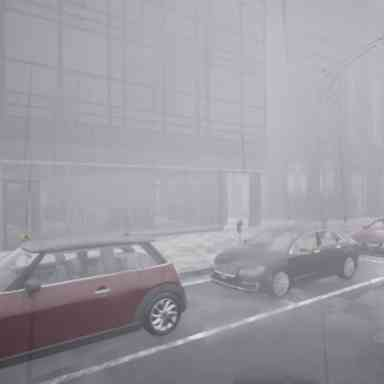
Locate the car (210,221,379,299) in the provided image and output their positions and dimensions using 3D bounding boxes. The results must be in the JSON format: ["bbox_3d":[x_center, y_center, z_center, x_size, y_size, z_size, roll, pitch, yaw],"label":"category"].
[{"bbox_3d":[2.448,1.531,8.267,4.403,1.369,2.008,0,0,-35],"label":"car"}]

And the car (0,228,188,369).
[{"bbox_3d":[-2.160,1.437,4.998,4.097,1.590,1.967,0,0,-35],"label":"car"}]

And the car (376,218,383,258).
[{"bbox_3d":[7.054,1.545,11.536,4.206,1.307,1.802,0,0,-35],"label":"car"}]
